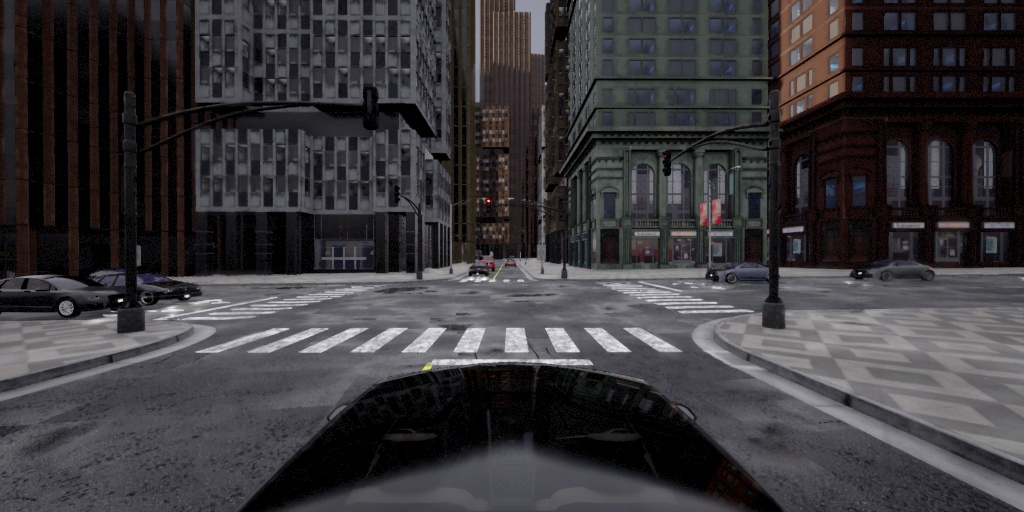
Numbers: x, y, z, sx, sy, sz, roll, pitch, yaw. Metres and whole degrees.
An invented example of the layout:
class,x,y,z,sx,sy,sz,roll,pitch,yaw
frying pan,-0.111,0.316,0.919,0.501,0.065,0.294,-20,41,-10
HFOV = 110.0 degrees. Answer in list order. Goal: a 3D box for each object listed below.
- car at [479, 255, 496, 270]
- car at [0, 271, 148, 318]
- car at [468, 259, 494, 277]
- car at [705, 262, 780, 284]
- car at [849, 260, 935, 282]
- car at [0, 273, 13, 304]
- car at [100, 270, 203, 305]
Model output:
class,x,y,z,sx,sy,sz,roll,pitch,yaw
car,-3.322,0.937,46.863,2.150,2.045,5.566,0,0,-1
car,-17.418,1.493,13.711,4.892,1.490,1.837,-1,0,0
car,-3.229,1.279,36.183,2.033,1.411,5.357,0,0,0
car,15.195,1.067,23.747,4.181,1.385,1.994,-1,0,0
car,25.099,0.940,23.763,4.181,1.385,1.994,-1,0,1
car,-27.346,1.610,16.938,4.892,1.490,1.837,-1,0,0
car,-17.860,1.525,17.017,5.357,1.411,2.033,-1,0,5
